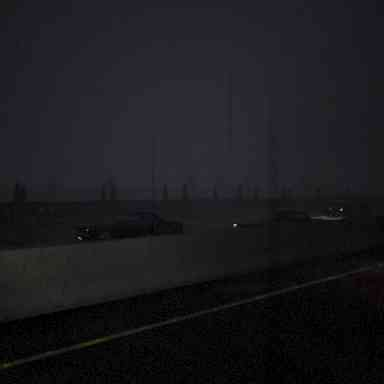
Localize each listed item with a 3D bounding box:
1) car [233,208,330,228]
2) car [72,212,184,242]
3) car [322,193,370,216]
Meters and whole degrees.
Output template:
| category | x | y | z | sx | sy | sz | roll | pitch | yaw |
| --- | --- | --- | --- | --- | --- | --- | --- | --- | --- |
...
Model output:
| category | x | y | z | sx | sy | sz | roll | pitch | yaw |
| --- | --- | --- | --- | --- | --- | --- | --- | --- | --- |
| car | 4.096 | 1.563 | 15.513 | 4.718 | 1.301 | 1.895 | 0 | 0 | -35 |
| car | -2.782 | 1.580 | 14.906 | 4.718 | 1.301 | 1.895 | 0 | 0 | -36 |
| car | 14.792 | 1.129 | 31.735 | 5.566 | 2.045 | 2.150 | 0 | 0 | -35 |
